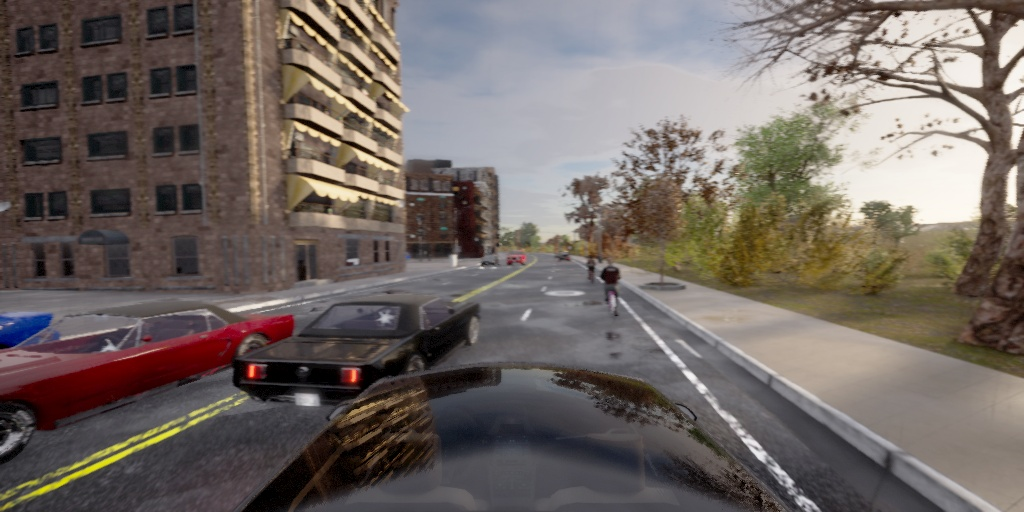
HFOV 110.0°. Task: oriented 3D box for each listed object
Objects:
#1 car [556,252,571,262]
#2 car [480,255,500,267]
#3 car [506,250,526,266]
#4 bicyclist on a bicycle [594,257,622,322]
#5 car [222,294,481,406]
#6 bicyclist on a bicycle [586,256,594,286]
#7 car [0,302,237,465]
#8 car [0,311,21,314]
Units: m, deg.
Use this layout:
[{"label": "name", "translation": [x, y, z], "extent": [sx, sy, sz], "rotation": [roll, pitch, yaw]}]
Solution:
[{"label": "car", "translation": [8.470, 0.147, 58.107], "extent": [1.837, 1.490, 4.892], "rotation": [-1, 1, 6]}, {"label": "car", "translation": [-2.798, 0.609, 46.224], "extent": [1.837, 1.490, 4.892], "rotation": [-1, 0, 7]}, {"label": "car", "translation": [0.611, 0.226, 47.393], "extent": [2.150, 2.045, 5.566], "rotation": [-1, 1, 7]}, {"label": "bicyclist on a bicycle", "translation": [2.837, 0.917, 10.328], "extent": [0.659, 1.776, 1.843], "rotation": [-1, 1, 10]}, {"label": "car", "translation": [-1.965, 1.322, 6.306], "extent": [1.895, 1.301, 4.718], "rotation": [-1, 1, 10]}, {"label": "bicyclist on a bicycle", "translation": [4.384, 0.812, 19.800], "extent": [0.582, 1.620, 1.656], "rotation": [-1, 1, 9]}, {"label": "car", "translation": [-5.678, 1.426, 5.132], "extent": [1.895, 1.301, 4.718], "rotation": [-1, 1, 10]}, {"label": "car", "translation": [-9.158, 1.397, 4.187], "extent": [1.882, 1.535, 5.008], "rotation": [-1, 1, 10]}]
